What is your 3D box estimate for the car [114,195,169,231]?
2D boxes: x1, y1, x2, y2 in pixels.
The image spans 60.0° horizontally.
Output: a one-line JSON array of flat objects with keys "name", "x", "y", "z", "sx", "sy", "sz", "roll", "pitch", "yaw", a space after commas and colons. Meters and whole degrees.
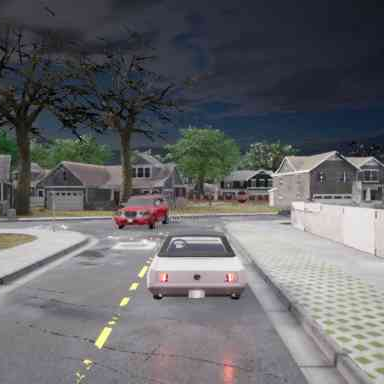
[{"name": "car", "x": -3.027, "y": 1.219, "z": 21.205, "sx": 2.150, "sy": 2.045, "sz": 5.566, "roll": -1, "pitch": 0, "yaw": 9}]

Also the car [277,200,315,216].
[{"name": "car", "x": 10.428, "y": 1.572, "z": 31.420, "sx": 4.892, "sy": 1.490, "sz": 1.837, "roll": 1, "pitch": 0, "yaw": -19}]

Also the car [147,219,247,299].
[{"name": "car", "x": 0.097, "y": 1.602, "z": 8.374, "sx": 1.895, "sy": 1.301, "sz": 4.718, "roll": 0, "pitch": 0, "yaw": 0}]
